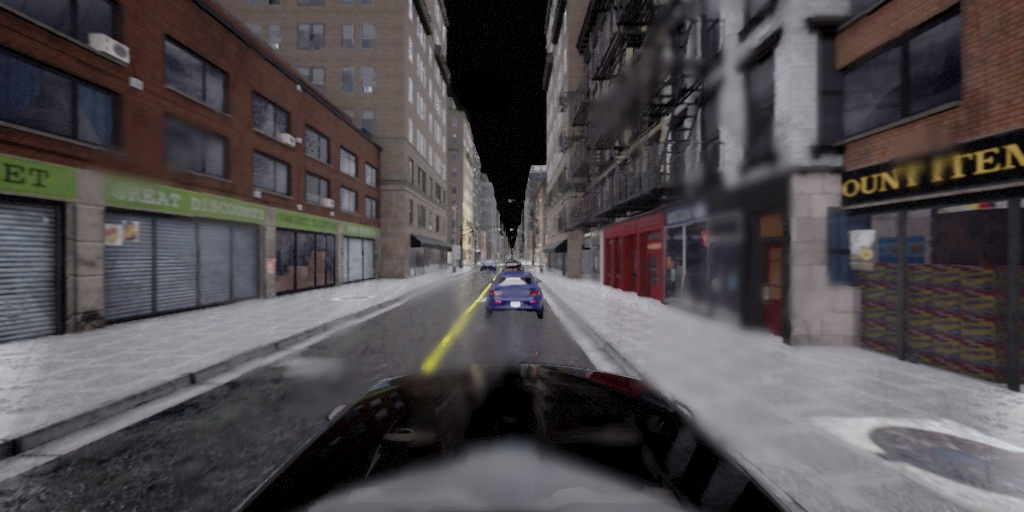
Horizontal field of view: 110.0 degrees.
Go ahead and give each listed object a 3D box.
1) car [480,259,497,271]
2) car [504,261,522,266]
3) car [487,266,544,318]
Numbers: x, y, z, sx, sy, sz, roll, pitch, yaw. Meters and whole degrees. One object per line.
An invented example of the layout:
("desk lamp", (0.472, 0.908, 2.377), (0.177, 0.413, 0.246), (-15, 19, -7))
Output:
("car", (-2.995, 1.139, 46.144), (1.882, 1.535, 5.008), (0, 0, 0))
("car", (0.105, 1.200, 30.403), (1.837, 1.490, 4.892), (0, 0, 0))
("car", (0.101, 1.259, 12.846), (1.812, 1.442, 4.674), (0, 0, 0))
